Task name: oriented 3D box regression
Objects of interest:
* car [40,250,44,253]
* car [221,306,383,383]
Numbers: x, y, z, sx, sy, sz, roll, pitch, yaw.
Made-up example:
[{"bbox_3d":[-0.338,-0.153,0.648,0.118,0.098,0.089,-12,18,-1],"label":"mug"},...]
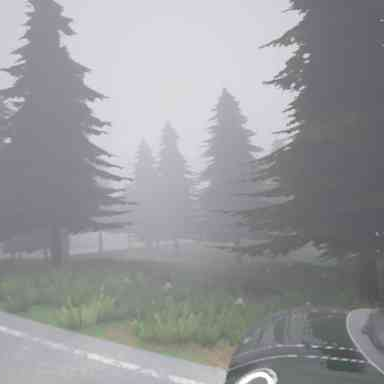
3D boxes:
[{"bbox_3d":[-31.142,12.237,68.847,1.994,1.381,4.181,-2,-4,-28],"label":"car"},{"bbox_3d":[2.446,1.484,2.506,4.553,1.767,2.097,1,-2,20],"label":"car"}]
